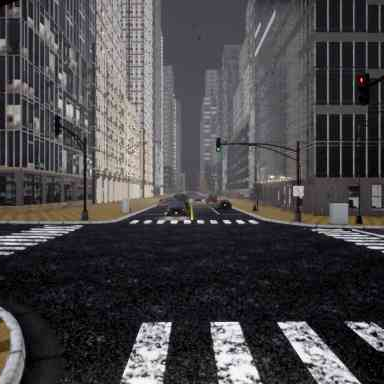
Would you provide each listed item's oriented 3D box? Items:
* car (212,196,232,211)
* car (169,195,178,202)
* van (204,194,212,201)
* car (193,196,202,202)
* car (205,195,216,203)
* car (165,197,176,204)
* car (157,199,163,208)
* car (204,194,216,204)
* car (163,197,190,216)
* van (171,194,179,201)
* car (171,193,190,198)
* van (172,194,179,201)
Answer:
[{"bbox_3d":[3.948,1.587,41.739,1.947,1.339,4.313,0,0,0],"label":"car"},{"bbox_3d":[-4.104,1.441,74.875,1.967,1.590,4.097,0,0,0],"label":"car"},{"bbox_3d":[3.756,1.337,80.431,1.690,1.788,3.998,0,0,0],"label":"van"},{"bbox_3d":[1.230,1.543,72.853,2.033,1.411,5.357,0,0,0],"label":"car"},{"bbox_3d":[3.797,1.446,69.376,1.967,1.590,4.097,0,0,0],"label":"car"},{"bbox_3d":[-4.063,1.576,63.819,1.947,1.339,4.313,0,0,0],"label":"car"},{"bbox_3d":[-4.002,1.602,47.236,1.802,1.307,4.206,0,0,0],"label":"car"},{"bbox_3d":[3.817,1.325,63.848,2.192,1.841,5.009,0,0,0],"label":"car"},{"bbox_3d":[-1.487,1.571,33.509,2.033,1.411,5.357,0,0,-1],"label":"car"},{"bbox_3d":[-4.124,1.337,80.402,1.690,1.788,3.998,0,0,0],"label":"van"},{"bbox_3d":[-1.522,1.243,44.246,2.150,2.045,5.566,0,0,0],"label":"car"},{"bbox_3d":[-4.145,1.332,85.930,1.690,1.788,3.998,0,0,0],"label":"van"}]
